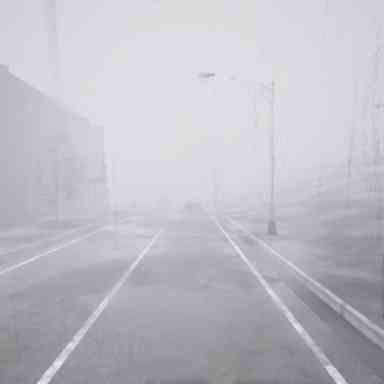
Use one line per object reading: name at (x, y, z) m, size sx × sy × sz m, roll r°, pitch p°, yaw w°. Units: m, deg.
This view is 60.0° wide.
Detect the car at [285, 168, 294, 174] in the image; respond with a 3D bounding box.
car at (21.760, -4.247, 69.154) m, size 2.231 × 1.521 × 4.892 m, roll 0°, pitch 1°, yaw -1°

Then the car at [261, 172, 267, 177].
car at (21.287, -4.697, 91.256) m, size 2.185 × 1.767 × 4.553 m, roll 0°, pitch 1°, yaw -1°

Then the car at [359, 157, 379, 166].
car at (23.551, -3.655, 41.362) m, size 2.163 × 1.488 × 4.792 m, roll 0°, pitch 1°, yaw -6°

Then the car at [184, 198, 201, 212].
car at (0.100, 1.439, 37.960) m, size 1.812 × 1.442 × 4.674 m, roll 0°, pitch 0°, yaw 0°

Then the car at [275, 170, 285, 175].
car at (21.526, -4.535, 80.090) m, size 2.185 × 1.767 × 4.553 m, roll 0°, pitch 1°, yaw -1°

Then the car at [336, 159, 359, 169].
car at (22.933, -3.931, 47.052) m, size 2.185 × 1.767 × 4.553 m, roll 0°, pitch 1°, yaw -5°

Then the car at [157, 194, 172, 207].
car at (-4.549, 1.306, 54.251) m, size 2.150 × 2.045 × 5.566 m, roll 0°, pitch -1°, yaw -9°

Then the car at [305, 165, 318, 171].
car at (22.117, -4.000, 58.095) m, size 2.002 × 1.452 × 4.674 m, roll 0°, pitch 1°, yaw -2°

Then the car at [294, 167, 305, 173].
car at (21.886, -4.152, 63.636) m, size 2.231 × 1.521 × 4.892 m, roll 0°, pitch 1°, yaw -1°

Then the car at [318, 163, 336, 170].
car at (22.467, -3.922, 52.558) m, size 2.097 × 1.535 × 5.008 m, roll 0°, pitch 1°, yaw -4°

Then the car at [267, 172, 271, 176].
car at (21.409, -4.449, 85.584) m, size 2.002 × 1.452 × 4.674 m, roll 0°, pitch 1°, yaw -1°
